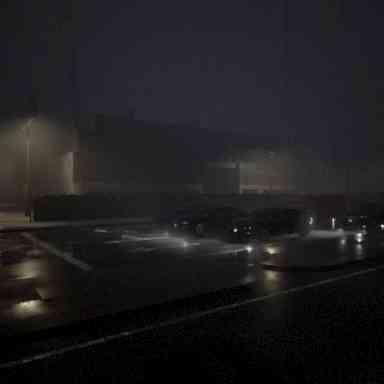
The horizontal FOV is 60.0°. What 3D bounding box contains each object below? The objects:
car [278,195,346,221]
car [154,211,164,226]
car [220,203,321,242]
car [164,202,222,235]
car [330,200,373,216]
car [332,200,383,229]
[{"bbox_3d":[9.160,1.221,24.235,5.566,2.045,2.150,0,0,-35],"label":"car"},{"bbox_3d":[-0.141,1.478,22.123,5.008,1.535,1.882,0,0,-34],"label":"car"},{"bbox_3d":[3.970,1.505,16.464,4.892,1.490,1.837,0,0,-34],"label":"car"},{"bbox_3d":[1.137,1.505,18.758,4.892,1.490,1.837,0,0,-34],"label":"car"},{"bbox_3d":[16.032,1.526,33.257,4.674,1.442,1.812,0,0,-35],"label":"car"},{"bbox_3d":[11.714,1.492,21.747,4.902,1.511,2.128,0,0,-35],"label":"car"}]
